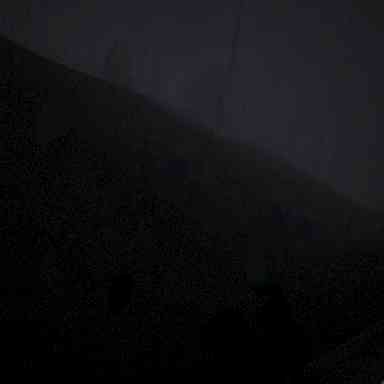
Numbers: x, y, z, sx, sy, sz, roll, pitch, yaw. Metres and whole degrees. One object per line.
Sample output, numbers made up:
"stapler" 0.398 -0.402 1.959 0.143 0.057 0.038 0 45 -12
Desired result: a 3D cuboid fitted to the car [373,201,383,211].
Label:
"car" 25.900 1.832 44.632 1.994 1.385 4.181 -1 -1 10
